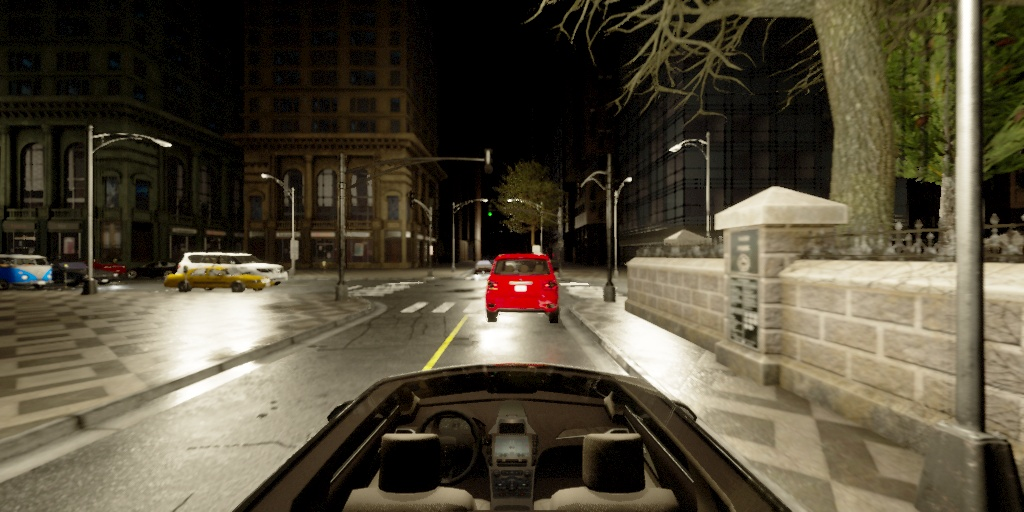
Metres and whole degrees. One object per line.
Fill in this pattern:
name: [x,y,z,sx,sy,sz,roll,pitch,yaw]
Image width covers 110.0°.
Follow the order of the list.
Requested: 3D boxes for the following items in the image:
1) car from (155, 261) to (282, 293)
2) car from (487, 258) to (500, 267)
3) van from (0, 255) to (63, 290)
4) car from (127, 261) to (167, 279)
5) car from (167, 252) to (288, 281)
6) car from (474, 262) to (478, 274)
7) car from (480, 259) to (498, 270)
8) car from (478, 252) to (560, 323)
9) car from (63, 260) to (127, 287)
car: [-14.937,1.136,18.419,4.829,1.417,1.751,0,0,0]
car: [-2.993,1.064,58.893,1.994,1.385,4.181,0,0,0]
van: [-26.348,0.830,18.487,3.998,1.789,1.690,0,0,0]
car: [-26.306,1.049,27.013,4.313,1.339,1.948,0,0,0]
car: [-16.367,0.818,21.091,5.566,2.045,2.150,1,0,1]
car: [-3.111,1.199,39.095,2.033,1.411,5.357,0,0,-4]
car: [-3.051,1.127,49.129,2.033,1.411,5.357,0,0,1]
car: [0.457,0.965,12.320,2.150,2.045,5.566,0,0,5]
car: [-26.601,1.031,21.155,5.357,1.411,2.033,1,0,1]
